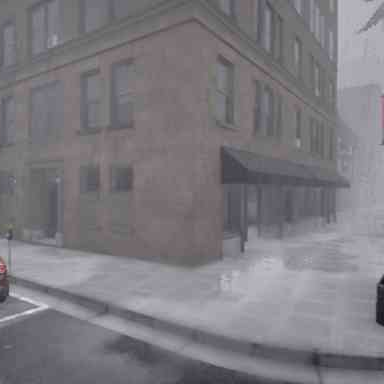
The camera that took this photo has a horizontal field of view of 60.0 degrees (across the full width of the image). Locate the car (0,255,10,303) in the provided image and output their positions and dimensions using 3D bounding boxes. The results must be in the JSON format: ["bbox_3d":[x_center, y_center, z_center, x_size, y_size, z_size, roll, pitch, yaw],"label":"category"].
[{"bbox_3d":[-5.574,1.434,6.818,4.097,1.590,1.967,0,0,35],"label":"car"}]
